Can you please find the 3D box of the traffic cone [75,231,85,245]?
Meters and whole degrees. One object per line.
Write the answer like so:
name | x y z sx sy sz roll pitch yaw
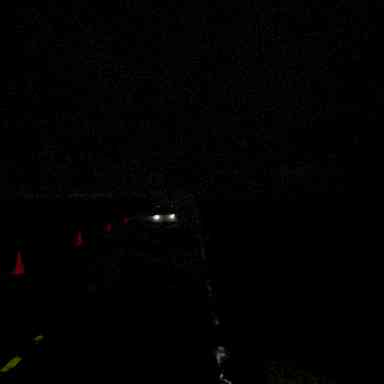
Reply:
traffic cone | -4.823 1.954 14.287 0.340 0.580 0.340 0 0 0

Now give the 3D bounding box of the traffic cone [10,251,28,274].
traffic cone | -4.824 1.955 9.288 0.340 0.580 0.340 0 0 0

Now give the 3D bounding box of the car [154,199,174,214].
car | -3.046 1.468 36.038 1.882 1.535 5.008 0 0 -9
